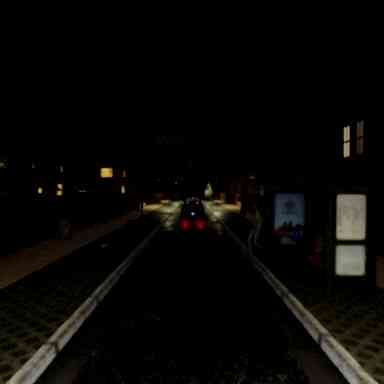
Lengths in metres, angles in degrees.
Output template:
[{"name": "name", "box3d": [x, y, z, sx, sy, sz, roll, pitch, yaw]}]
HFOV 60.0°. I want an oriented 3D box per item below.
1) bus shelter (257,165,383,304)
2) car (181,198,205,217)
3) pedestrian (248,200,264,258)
[{"name": "bus shelter", "box3d": [3.022, 0.815, 8.506, 1.920, 2.740, 3.880, 1, 1, 0]}, {"name": "car", "box3d": [0.080, 1.414, 28.415, 1.895, 1.301, 4.718, 0, 0, 0]}, {"name": "pedestrian", "box3d": [2.038, 1.069, 10.272, 0.375, 1.860, 0.375, -1, 1, 0]}]
